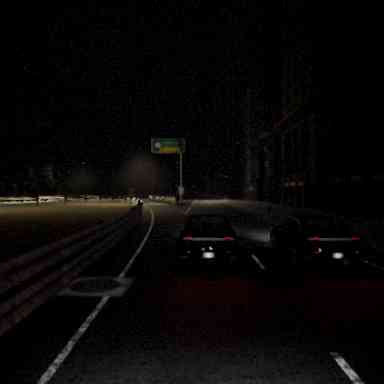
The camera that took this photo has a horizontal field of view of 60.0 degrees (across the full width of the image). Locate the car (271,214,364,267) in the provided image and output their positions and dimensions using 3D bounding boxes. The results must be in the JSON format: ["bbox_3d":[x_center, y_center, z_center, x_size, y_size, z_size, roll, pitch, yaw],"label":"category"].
[{"bbox_3d":[4.018,1.513,11.429,2.128,1.511,4.902,0,0,2],"label":"car"}]

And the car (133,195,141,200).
[{"bbox_3d":[-13.817,1.443,83.775,1.837,1.490,4.892,0,0,-14],"label":"car"}]

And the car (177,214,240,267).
[{"bbox_3d":[0.520,1.514,11.491,2.128,1.511,4.902,0,0,2],"label":"car"}]
